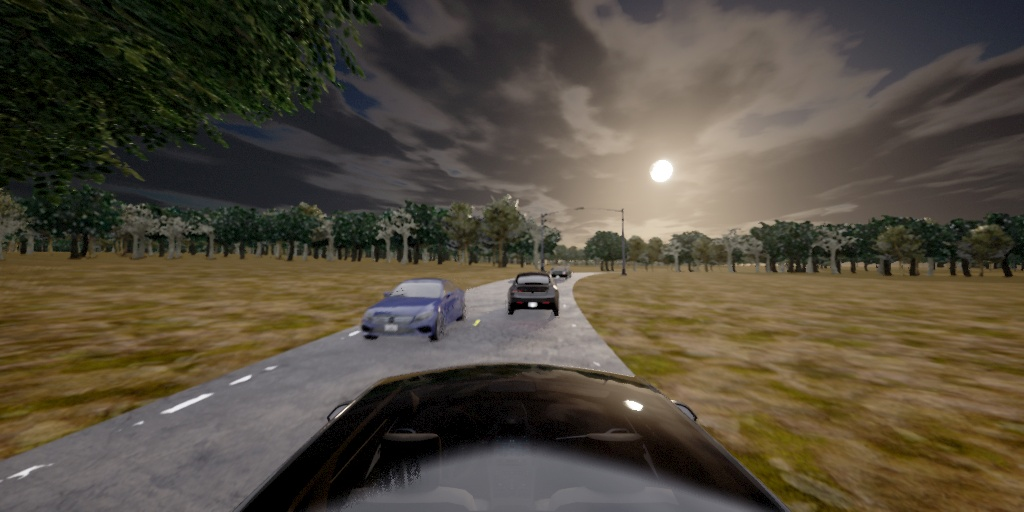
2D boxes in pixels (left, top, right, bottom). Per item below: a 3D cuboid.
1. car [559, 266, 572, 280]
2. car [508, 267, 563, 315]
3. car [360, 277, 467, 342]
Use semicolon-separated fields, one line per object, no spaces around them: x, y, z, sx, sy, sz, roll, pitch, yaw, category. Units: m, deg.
4.997;1.710;36.523;1.895;1.301;4.718;-1;-1;15;car
0.906;1.378;14.322;1.837;1.490;4.892;0;0;5;car
-2.508;1.361;10.283;1.812;1.442;4.674;0;-1;4;car
